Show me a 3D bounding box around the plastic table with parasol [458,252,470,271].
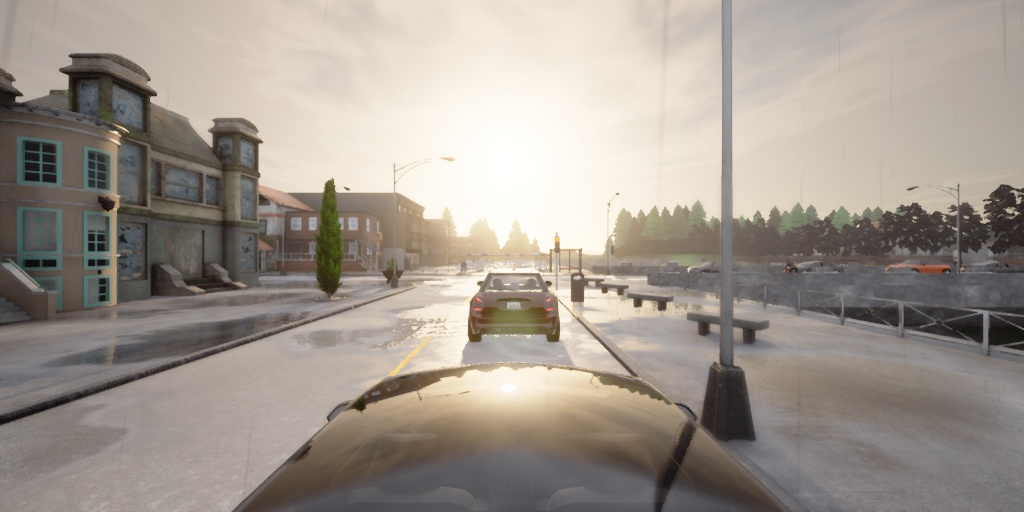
[{"bbox_3d":[-6.945,0.672,56.528,2.482,2.480,2.482,0,0,0],"label":"plastic table with parasol"}]

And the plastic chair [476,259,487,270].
[{"bbox_3d":[-4.201,1.277,48.709,0.750,1.272,0.730,0,0,0],"label":"plastic chair"}]

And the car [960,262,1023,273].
[{"bbox_3d":[40.466,1.253,29.852,4.892,1.490,1.837,0,0,1],"label":"car"}]

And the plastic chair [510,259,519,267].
[{"bbox_3d":[0.326,1.276,56.793,0.730,1.272,0.750,0,0,0],"label":"plastic chair"}]

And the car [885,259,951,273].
[{"bbox_3d":[38.350,1.100,33.950,4.553,1.767,2.097,0,0,0],"label":"car"}]

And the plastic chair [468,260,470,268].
[{"bbox_3d":[-5.397,1.277,50.013,0.730,1.272,0.750,0,0,0],"label":"plastic chair"}]

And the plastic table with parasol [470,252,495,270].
[{"bbox_3d":[-4.077,0.673,49.928,2.482,2.480,2.482,0,0,0],"label":"plastic table with parasol"}]

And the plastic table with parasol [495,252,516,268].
[{"bbox_3d":[-1.023,0.672,56.898,2.482,2.480,2.482,0,0,0],"label":"plastic table with parasol"}]

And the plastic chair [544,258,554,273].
[{"bbox_3d":[5.000,1.277,48.978,0.730,1.272,0.750,0,0,0],"label":"plastic chair"}]

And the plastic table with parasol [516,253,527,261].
[{"bbox_3d":[1.373,0.672,64.500,2.482,2.480,2.482,0,0,0],"label":"plastic table with parasol"}]

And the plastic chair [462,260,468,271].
[{"bbox_3d":[-6.875,1.276,55.350,0.750,1.272,0.730,0,0,0],"label":"plastic chair"}]

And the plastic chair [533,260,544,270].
[{"bbox_3d":[3.596,1.277,47.882,0.750,1.272,0.730,0,0,0],"label":"plastic chair"}]

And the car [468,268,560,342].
[{"bbox_3d":[0.066,1.102,9.953,2.097,1.767,4.553,0,0,1],"label":"car"}]

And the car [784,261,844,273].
[{"bbox_3d":[28.536,1.253,33.998,4.892,1.490,1.837,0,0,0],"label":"car"}]

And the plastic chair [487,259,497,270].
[{"bbox_3d":[-2.797,1.277,49.804,0.730,1.272,0.750,0,0,0],"label":"plastic chair"}]

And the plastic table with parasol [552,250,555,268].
[{"bbox_3d":[5.180,0.672,57.777,2.482,2.480,2.482,0,0,0],"label":"plastic table with parasol"}]

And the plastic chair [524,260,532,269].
[{"bbox_3d":[2.401,1.277,49.186,0.730,1.272,0.750,0,0,0],"label":"plastic chair"}]

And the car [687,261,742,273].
[{"bbox_3d":[19.238,1.240,34.033,4.902,1.511,2.128,0,0,0],"label":"car"}]

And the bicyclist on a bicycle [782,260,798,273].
[{"bbox_3d":[19.892,1.097,25.632,0.582,1.620,1.656,0,0,0],"label":"bicyclist on a bicycle"}]

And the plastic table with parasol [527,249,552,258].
[{"bbox_3d":[3.740,0.673,49.152,2.482,2.480,2.482,0,0,0],"label":"plastic table with parasol"}]

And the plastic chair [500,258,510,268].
[{"bbox_3d":[-1.077,1.276,55.698,0.750,1.272,0.730,0,0,0],"label":"plastic chair"}]

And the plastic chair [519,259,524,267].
[{"bbox_3d":[1.252,1.276,63.322,0.750,1.272,0.730,0,0,0],"label":"plastic chair"}]
